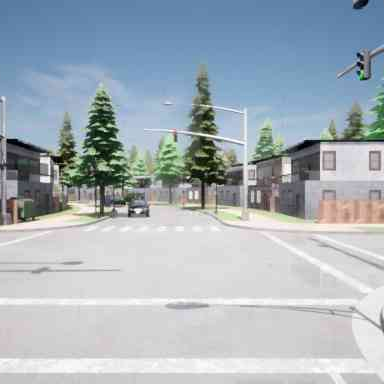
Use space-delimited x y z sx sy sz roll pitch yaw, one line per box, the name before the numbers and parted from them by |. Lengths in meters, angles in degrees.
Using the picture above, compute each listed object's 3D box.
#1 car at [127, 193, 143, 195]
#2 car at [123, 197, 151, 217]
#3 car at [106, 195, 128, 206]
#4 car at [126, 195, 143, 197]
car | -10.414 1.187 58.481 2.150 2.045 5.566 0 0 -36
car | -4.851 1.457 30.609 2.128 1.511 4.902 0 0 -7
car | -12.033 1.566 53.911 1.895 1.301 4.718 0 0 -28
car | -6.694 1.491 40.452 1.812 1.442 4.674 0 0 -16
